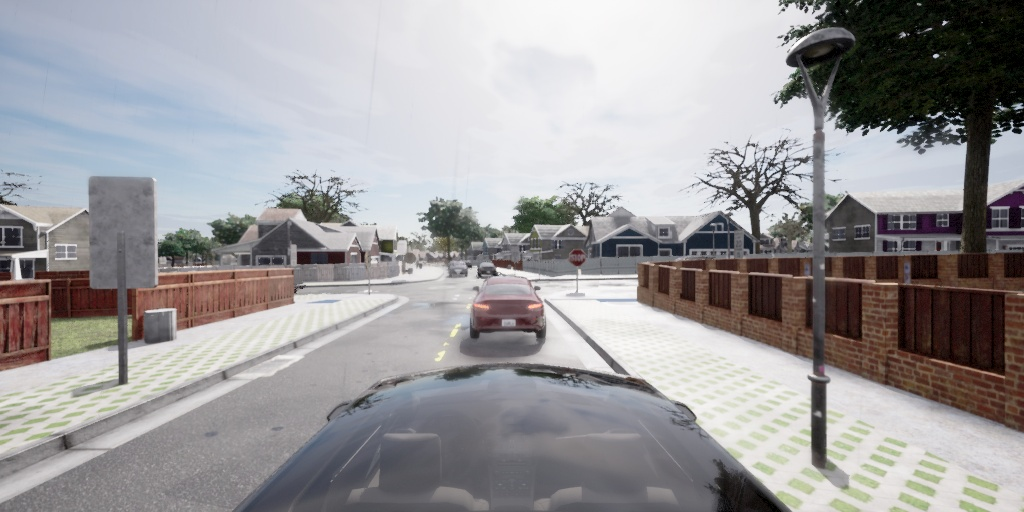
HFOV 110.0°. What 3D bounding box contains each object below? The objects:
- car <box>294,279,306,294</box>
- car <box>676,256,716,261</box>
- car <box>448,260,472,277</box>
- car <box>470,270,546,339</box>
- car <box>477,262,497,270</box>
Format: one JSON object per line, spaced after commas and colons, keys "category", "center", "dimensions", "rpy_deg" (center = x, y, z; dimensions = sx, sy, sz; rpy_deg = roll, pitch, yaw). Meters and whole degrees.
{"category": "car", "center": [-14.768, 1.694, 20.825], "dimensions": [4.718, 1.301, 1.895], "rpy_deg": [-1, 1, -7]}
{"category": "car", "center": [11.902, 0.811, 24.527], "dimensions": [4.553, 1.767, 2.097], "rpy_deg": [-1, 1, 4]}
{"category": "car", "center": [-5.532, 1.347, 37.066], "dimensions": [2.128, 1.511, 4.902], "rpy_deg": [0, 0, -8]}
{"category": "car", "center": [-0.136, 1.278, 10.022], "dimensions": [1.812, 1.442, 4.674], "rpy_deg": [0, 0, -2]}
{"category": "car", "center": [-2.590, 1.374, 37.064], "dimensions": [1.812, 1.442, 4.674], "rpy_deg": [0, 0, -7]}
